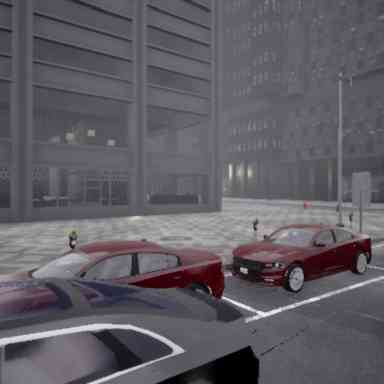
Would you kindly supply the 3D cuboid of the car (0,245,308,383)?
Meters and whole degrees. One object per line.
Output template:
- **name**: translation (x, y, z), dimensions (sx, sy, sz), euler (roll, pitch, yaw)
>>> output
- **car**: translation (-1.684, 1.492, 2.157), dimensions (4.902, 1.511, 2.128), euler (0, 0, -35)

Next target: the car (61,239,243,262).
- **car**: translation (-1.486, 1.540, 5.609), dimensions (4.507, 1.381, 1.887), euler (0, 0, -36)

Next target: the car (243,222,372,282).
- **car**: translation (3.004, 1.528, 8.828), dimensions (4.507, 1.381, 1.887), euler (0, 0, -36)
